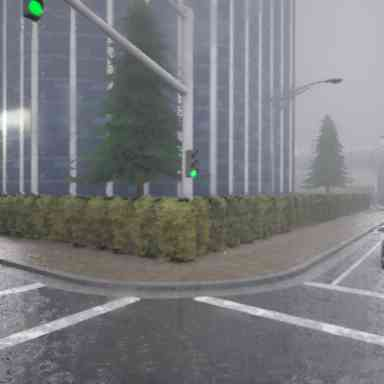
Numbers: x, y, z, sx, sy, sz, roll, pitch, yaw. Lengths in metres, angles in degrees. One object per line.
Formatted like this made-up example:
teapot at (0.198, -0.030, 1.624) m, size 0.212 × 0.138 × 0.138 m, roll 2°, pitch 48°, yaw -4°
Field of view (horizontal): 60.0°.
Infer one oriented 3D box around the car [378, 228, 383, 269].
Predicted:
car at (7.165, 1.504, 10.354) m, size 1.837 × 1.490 × 4.892 m, roll 0°, pitch 0°, yaw 36°
